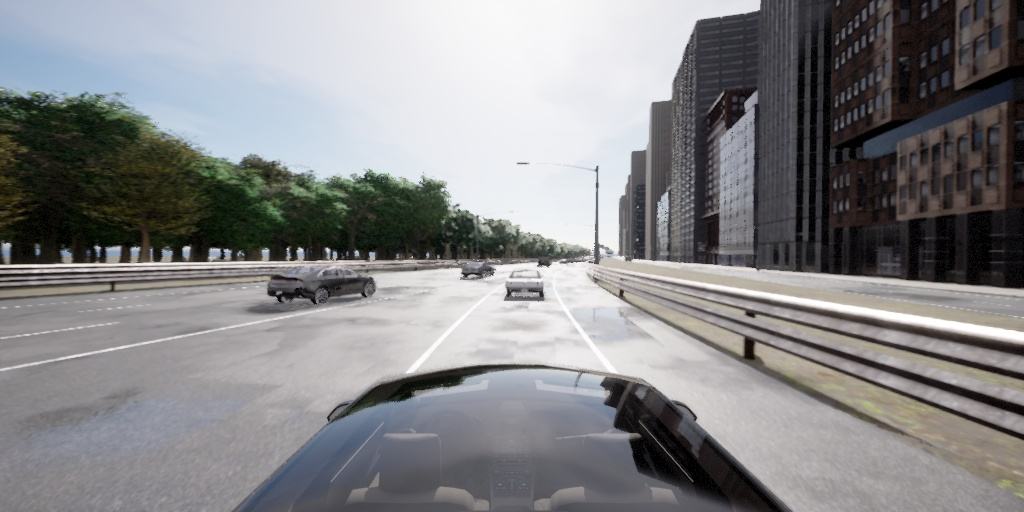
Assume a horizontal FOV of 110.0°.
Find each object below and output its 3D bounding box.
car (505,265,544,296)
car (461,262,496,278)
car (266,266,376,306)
[{"bbox_3d":[0.758,1.366,19.232,1.895,1.301,4.718,0,0,4],"label":"car"},{"bbox_3d":[-3.087,1.304,33.703,2.033,1.411,5.357,1,0,14],"label":"car"},{"bbox_3d":[-7.792,1.151,15.275,2.128,1.511,4.902,1,0,14],"label":"car"}]
